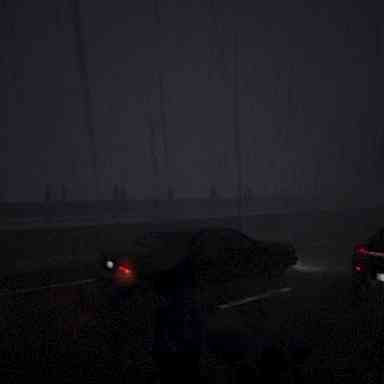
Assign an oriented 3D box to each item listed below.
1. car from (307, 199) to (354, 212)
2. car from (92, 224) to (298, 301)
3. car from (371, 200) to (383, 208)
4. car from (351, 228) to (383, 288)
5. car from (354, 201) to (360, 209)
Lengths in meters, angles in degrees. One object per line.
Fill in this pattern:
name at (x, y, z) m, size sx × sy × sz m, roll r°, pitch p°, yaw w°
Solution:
car at (12.498, 1.467, 30.458) m, size 4.674 × 1.442 × 1.812 m, roll 0°, pitch 0°, yaw -36°
car at (0.330, 1.541, 8.346) m, size 5.357 × 1.411 × 2.033 m, roll 0°, pitch 0°, yaw -36°
car at (18.121, 1.415, 30.227) m, size 4.902 × 1.511 × 2.128 m, roll 0°, pitch 0°, yaw -36°
car at (5.758, 1.469, 7.985) m, size 4.902 × 1.511 × 2.128 m, roll 0°, pitch 0°, yaw -36°
car at (17.674, 1.484, 38.562) m, size 4.181 × 1.385 × 1.994 m, roll 0°, pitch 0°, yaw -36°
